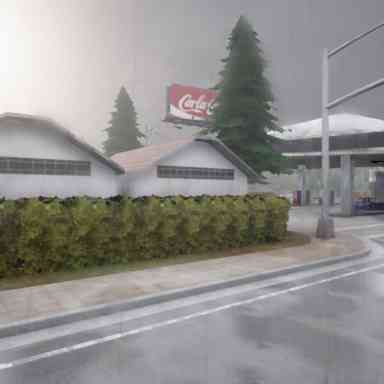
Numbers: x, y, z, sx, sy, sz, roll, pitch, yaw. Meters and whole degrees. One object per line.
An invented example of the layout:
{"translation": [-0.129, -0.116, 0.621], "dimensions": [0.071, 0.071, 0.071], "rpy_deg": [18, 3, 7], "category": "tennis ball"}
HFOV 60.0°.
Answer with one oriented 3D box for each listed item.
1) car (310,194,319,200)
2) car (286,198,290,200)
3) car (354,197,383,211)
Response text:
{"translation": [32.257, 1.317, 89.108], "dimensions": [2.152, 1.636, 5.027], "rpy_deg": [0, 0, -36], "category": "car"}
{"translation": [15.964, 1.539, 61.458], "dimensions": [5.357, 1.411, 2.033], "rpy_deg": [0, 0, -35], "category": "car"}
{"translation": [21.210, 1.473, 39.609], "dimensions": [4.611, 1.667, 2.242], "rpy_deg": [0, 0, -36], "category": "car"}
